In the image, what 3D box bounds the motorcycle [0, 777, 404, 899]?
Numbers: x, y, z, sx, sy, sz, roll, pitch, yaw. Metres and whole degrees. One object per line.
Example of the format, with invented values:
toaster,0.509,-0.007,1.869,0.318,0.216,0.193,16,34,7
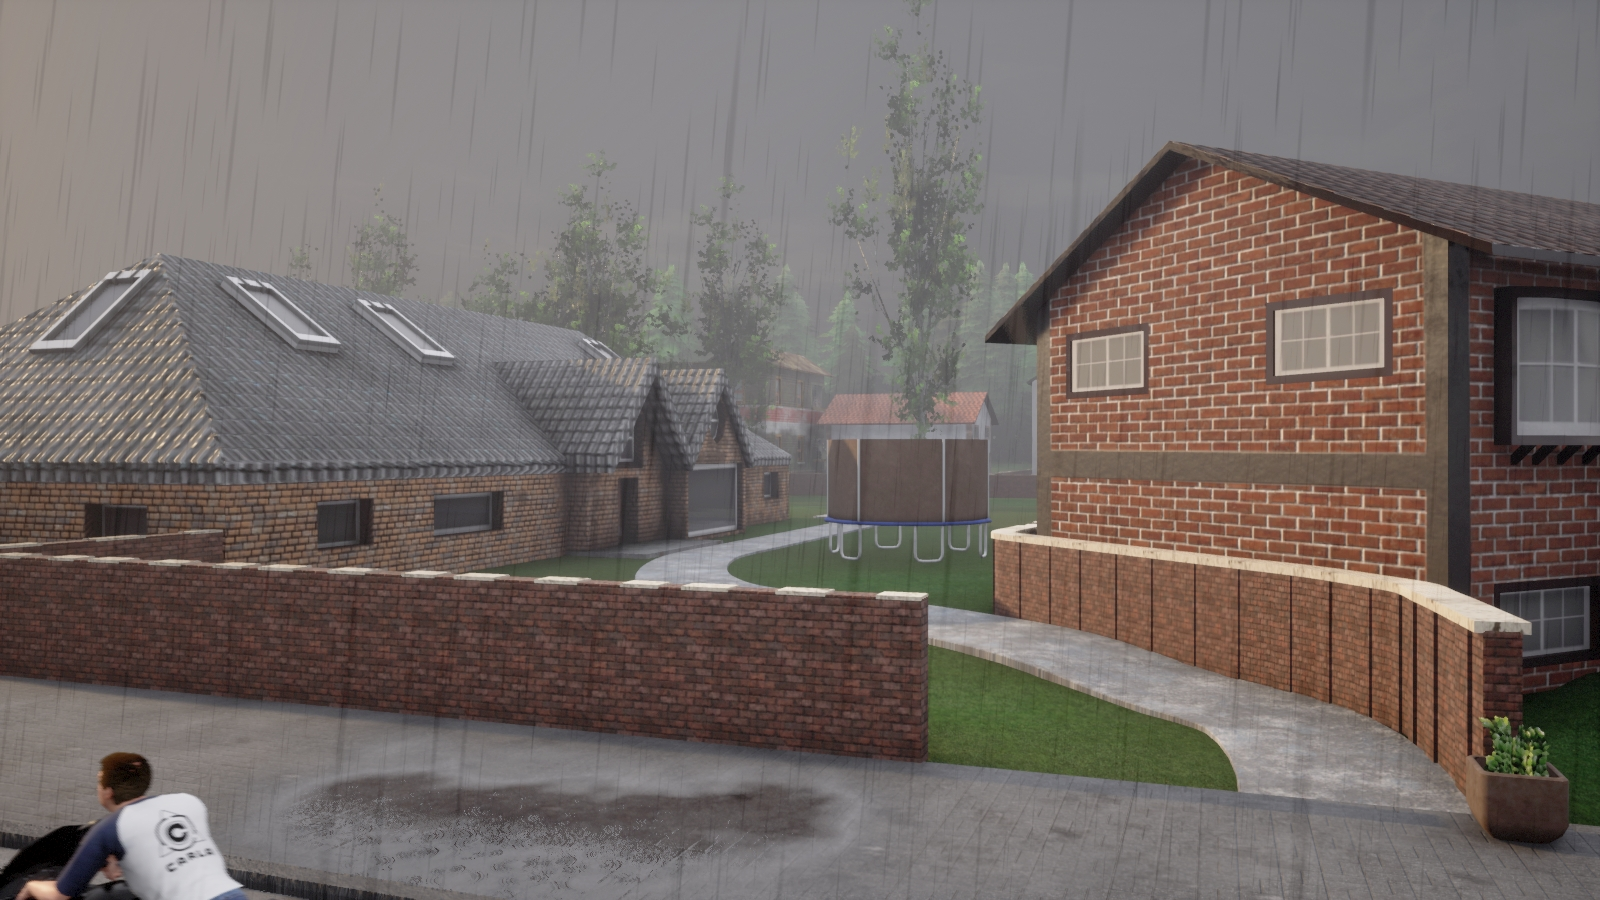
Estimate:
motorcycle,-2.769,2.186,4.824,2.033,1.199,0.803,0,0,21
